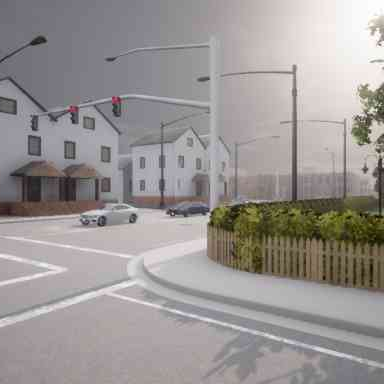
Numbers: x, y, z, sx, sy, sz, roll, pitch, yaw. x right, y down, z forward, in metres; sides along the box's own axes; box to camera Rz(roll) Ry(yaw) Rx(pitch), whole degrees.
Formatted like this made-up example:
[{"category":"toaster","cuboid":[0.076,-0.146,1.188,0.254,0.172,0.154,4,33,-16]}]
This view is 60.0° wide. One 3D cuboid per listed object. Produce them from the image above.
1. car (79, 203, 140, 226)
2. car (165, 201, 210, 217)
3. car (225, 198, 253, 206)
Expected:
[{"category":"car","cuboid":[-5.679,1.526,23.440,1.812,1.442,4.674,0,0,35]},{"category":"car","cuboid":[-0.190,1.547,31.387,2.033,1.411,5.357,0,0,35]},{"category":"car","cuboid":[5.690,1.492,39.875,2.128,1.511,4.902,0,0,35]}]
